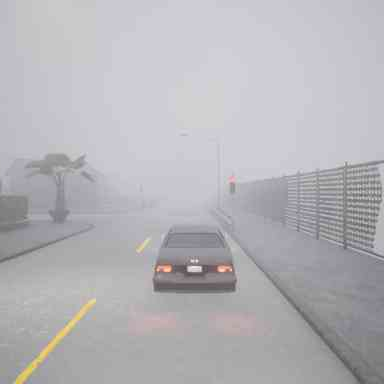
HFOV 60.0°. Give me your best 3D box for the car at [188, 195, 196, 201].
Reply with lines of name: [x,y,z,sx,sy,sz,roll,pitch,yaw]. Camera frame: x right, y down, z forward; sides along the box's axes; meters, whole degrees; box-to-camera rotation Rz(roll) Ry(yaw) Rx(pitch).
car: [0.083,1.562,86.643,1.994,1.385,4.181,0,0,0]

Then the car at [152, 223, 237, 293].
car: [0.072,1.548,8.993,2.033,1.411,5.357,0,0,1]
